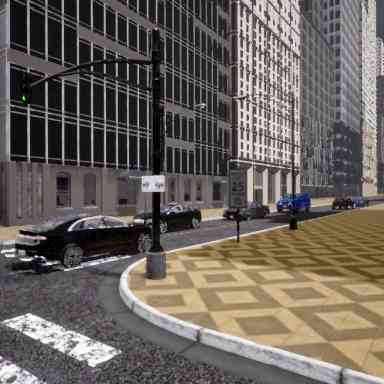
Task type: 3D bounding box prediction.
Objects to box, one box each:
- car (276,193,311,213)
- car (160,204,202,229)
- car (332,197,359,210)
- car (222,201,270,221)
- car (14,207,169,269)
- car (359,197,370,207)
[{"bbox_3d":[10.986,1.113,35.670,2.150,2.045,5.566,0,0,37],"label":"car"},{"bbox_3d":[-1.349,1.447,19.218,2.128,1.511,4.902,0,0,37],"label":"car"},{"bbox_3d":[18.423,1.359,40.377,1.837,1.490,4.892,0,0,37],"label":"car"},{"bbox_3d":[4.570,1.472,27.120,2.033,1.411,5.357,0,0,37],"label":"car"},{"bbox_3d":[-3.308,1.460,11.258,2.128,1.511,4.902,0,0,37],"label":"car"},{"bbox_3d":[24.636,1.368,48.745,2.033,1.411,5.357,0,0,37],"label":"car"}]
